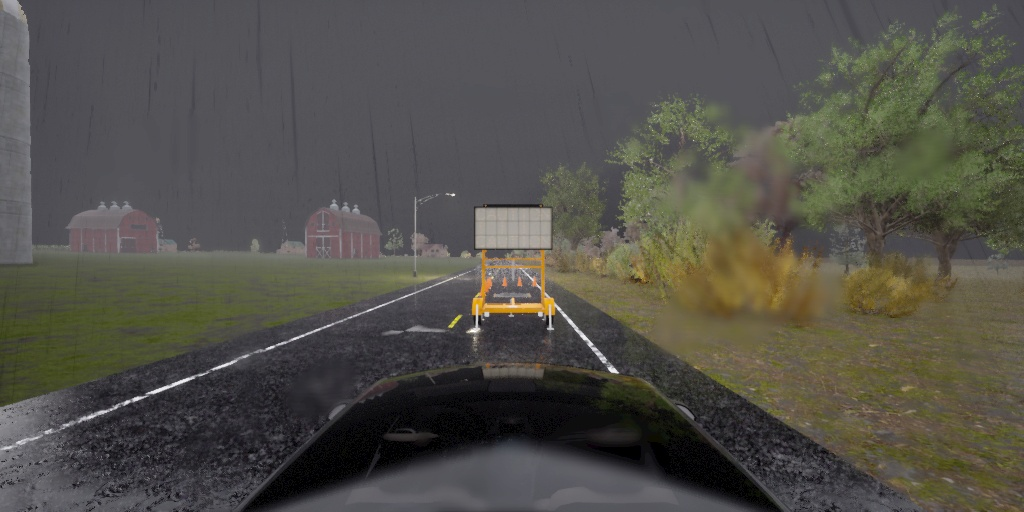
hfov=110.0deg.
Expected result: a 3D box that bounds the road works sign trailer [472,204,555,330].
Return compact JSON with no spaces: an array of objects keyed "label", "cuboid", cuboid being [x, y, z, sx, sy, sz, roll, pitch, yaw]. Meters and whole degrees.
[{"label":"road works sign trailer","cuboid":[0.038,0.212,11.107,2.380,3.560,2.880,0,0,0]}]

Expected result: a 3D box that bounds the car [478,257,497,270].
[{"label":"car","cuboid":[-3.767,1.237,52.158,2.128,1.511,4.902,0,0,-1]}]
